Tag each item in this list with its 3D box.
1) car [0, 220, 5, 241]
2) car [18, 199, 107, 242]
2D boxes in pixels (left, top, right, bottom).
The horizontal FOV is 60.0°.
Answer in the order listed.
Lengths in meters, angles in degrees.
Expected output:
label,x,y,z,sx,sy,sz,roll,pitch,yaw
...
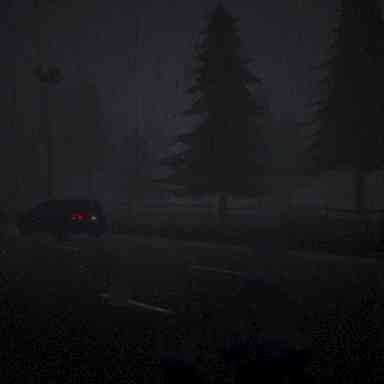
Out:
label,x,y,z,sx,sy,sz,roll,pitch,yaw
car,-11.057,1.649,16.175,5.008,1.535,1.882,-1,0,35
car,-6.885,1.368,17.499,5.566,2.045,2.150,-1,0,36
